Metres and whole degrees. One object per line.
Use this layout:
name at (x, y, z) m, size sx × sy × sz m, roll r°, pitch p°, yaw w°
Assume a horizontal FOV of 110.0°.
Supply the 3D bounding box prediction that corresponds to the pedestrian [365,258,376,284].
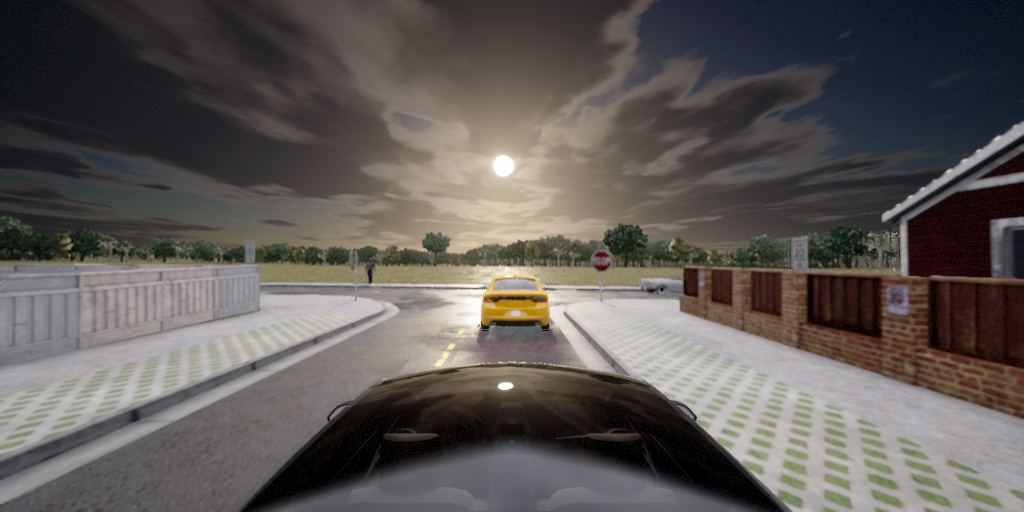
pedestrian at (-9.706, 1.013, 24.558) m, size 0.375 × 1.860 × 0.375 m, roll 0°, pitch -2°, yaw 0°

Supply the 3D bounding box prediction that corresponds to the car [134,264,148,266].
car at (-22.454, 1.208, 21.559) m, size 5.357 × 1.411 × 2.033 m, roll 1°, pitch -1°, yaw 0°

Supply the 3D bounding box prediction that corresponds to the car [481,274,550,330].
car at (0.087, 1.312, 11.497) m, size 1.882 × 1.535 × 5.008 m, roll 0°, pitch 0°, yaw 0°

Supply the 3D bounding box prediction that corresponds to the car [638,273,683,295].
car at (10.251, 1.676, 21.769) m, size 4.718 × 1.301 × 1.895 m, roll 1°, pitch -1°, yaw 0°
